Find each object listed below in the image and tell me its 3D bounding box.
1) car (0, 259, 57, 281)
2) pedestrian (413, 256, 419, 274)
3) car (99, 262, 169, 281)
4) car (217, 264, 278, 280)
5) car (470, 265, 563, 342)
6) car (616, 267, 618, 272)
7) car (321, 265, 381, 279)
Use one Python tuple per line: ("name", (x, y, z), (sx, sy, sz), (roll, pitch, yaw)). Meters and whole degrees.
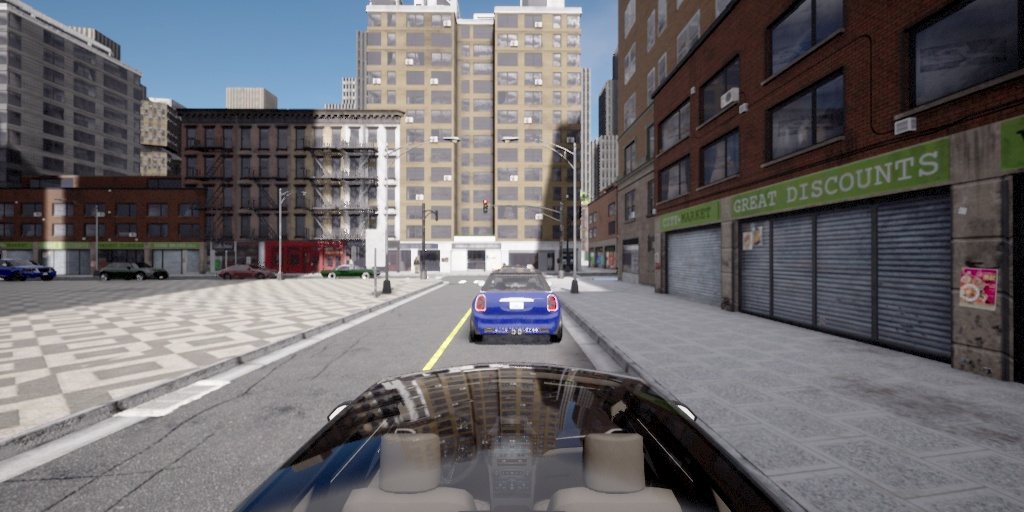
("car", (-43.875, 1.246, 31.562), (5.566, 2.045, 2.150), (0, 0, 0))
("pedestrian", (-10.204, 0.956, 38.220), (0.375, 1.860, 0.375), (0, 0, -1))
("car", (-33.254, 1.313, 31.670), (4.553, 1.767, 2.097), (0, 0, -1))
("car", (-23.305, 1.423, 31.818), (4.674, 1.442, 1.812), (0, 0, -1))
("car", (0.095, 1.098, 9.941), (2.097, 1.767, 4.553), (0, 0, 0))
("car", (12.844, 1.106, 35.508), (4.892, 1.490, 1.837), (-1, 0, -1))
("car", (-14.235, 1.432, 31.926), (4.718, 1.301, 1.895), (0, 0, -1))
